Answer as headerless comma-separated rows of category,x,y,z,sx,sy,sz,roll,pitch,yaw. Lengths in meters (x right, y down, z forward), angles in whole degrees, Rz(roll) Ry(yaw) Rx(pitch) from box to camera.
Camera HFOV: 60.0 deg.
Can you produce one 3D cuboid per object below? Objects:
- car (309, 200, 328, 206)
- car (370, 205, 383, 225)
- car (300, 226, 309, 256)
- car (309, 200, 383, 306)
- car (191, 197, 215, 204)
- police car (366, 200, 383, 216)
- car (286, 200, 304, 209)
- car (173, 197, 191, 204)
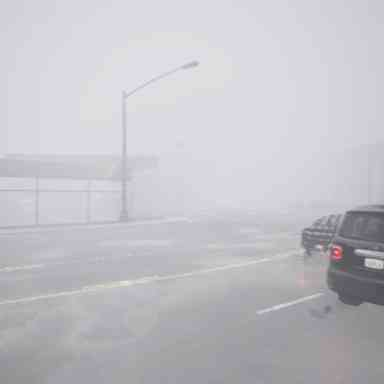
car,21.512,2.026,56.115,1.882,1.535,5.008,0,-1,-5
car,15.917,1.816,27.255,1.994,1.385,4.181,0,-1,23
car,5.973,1.614,12.642,4.902,1.511,2.128,0,-1,-43
car,5.112,1.287,7.166,5.566,2.045,2.150,0,-1,-38
car,2.931,2.321,89.504,4.553,1.767,2.097,0,-1,-15
police car,22.066,1.778,38.237,1.930,1.638,5.238,0,0,7
car,17.836,2.141,57.788,1.994,1.385,4.181,0,-1,-5
car,-2.875,2.513,92.277,4.892,1.490,1.837,0,-1,-6
